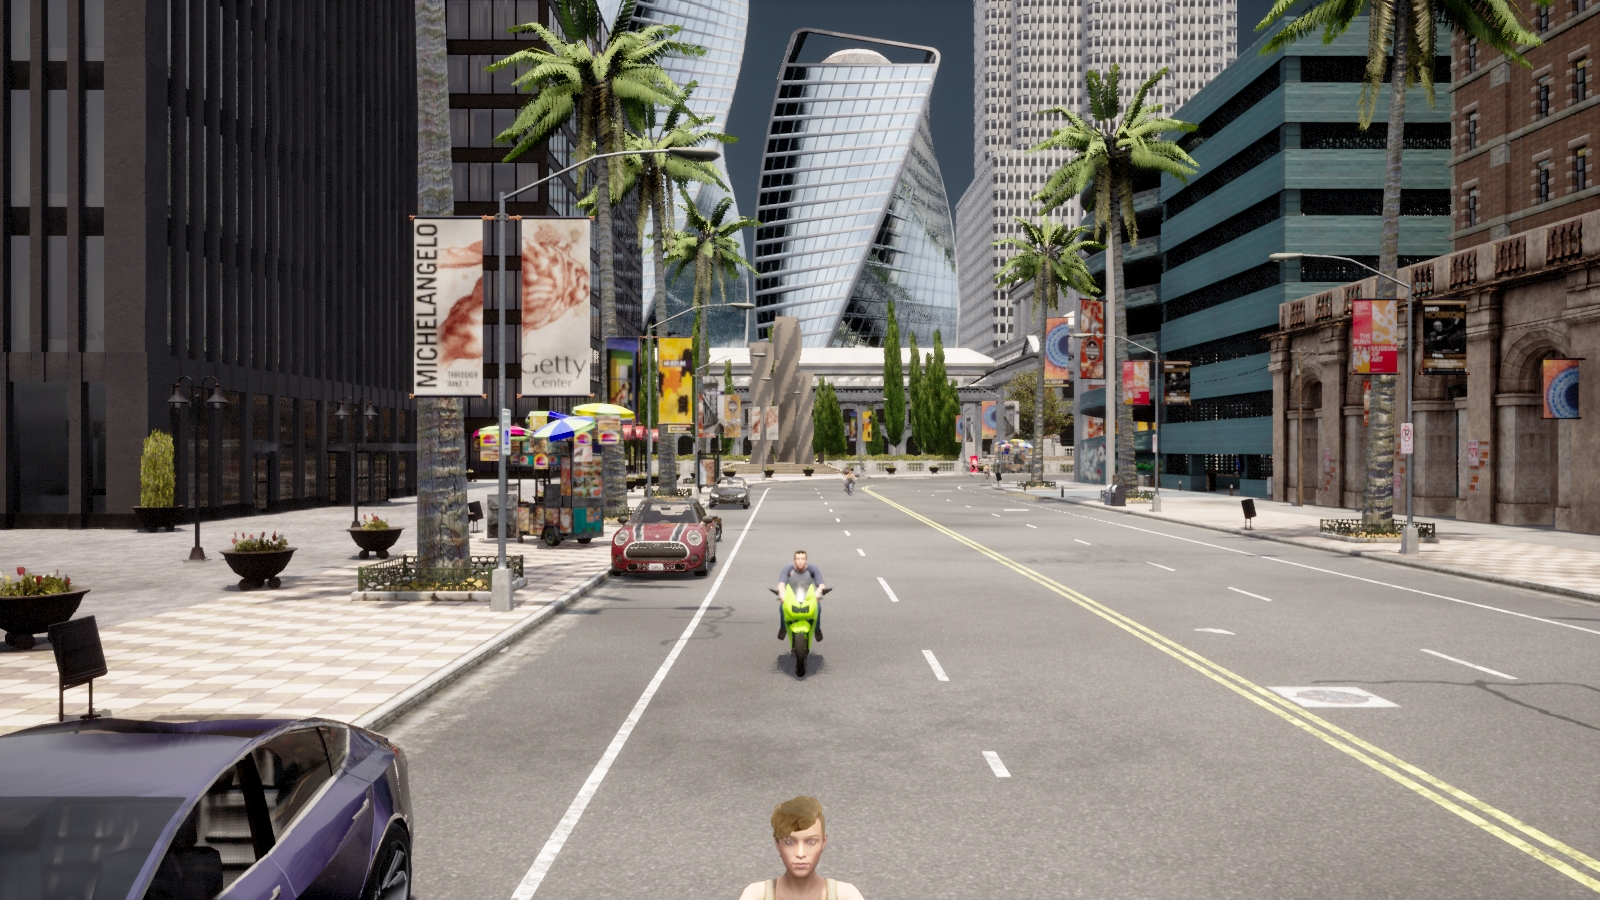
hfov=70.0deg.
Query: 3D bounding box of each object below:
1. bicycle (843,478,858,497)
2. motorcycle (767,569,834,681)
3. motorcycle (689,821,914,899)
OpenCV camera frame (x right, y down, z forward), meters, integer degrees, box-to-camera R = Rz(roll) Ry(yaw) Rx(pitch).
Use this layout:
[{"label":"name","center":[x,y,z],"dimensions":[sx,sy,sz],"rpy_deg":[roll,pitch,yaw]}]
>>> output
[{"label":"bicycle","center":[3.086,2.284,69.823],"dimensions":[0.859,1.080,1.487],"rpy_deg":[0,0,0]},{"label":"motorcycle","center":[0.008,2.220,14.796],"dimensions":[0.803,1.145,2.033],"rpy_deg":[0,0,0]},{"label":"motorcycle","center":[0.005,2.172,3.546],"dimensions":[0.764,1.277,2.356],"rpy_deg":[0,0,0]}]
